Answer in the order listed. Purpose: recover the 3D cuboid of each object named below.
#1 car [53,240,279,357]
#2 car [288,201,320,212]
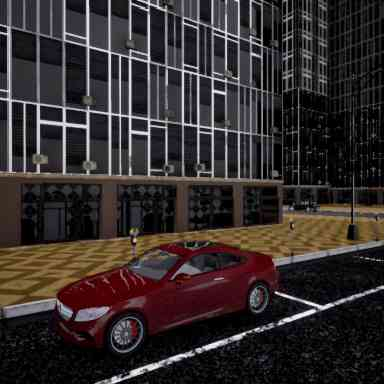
[{"bbox_3d":[-0.209,1.582,5.951,4.206,1.307,1.802,0,0,-35],"label":"car"},{"bbox_3d":[15.182,1.899,45.290,2.008,1.369,4.403,-1,0,-36],"label":"car"}]
